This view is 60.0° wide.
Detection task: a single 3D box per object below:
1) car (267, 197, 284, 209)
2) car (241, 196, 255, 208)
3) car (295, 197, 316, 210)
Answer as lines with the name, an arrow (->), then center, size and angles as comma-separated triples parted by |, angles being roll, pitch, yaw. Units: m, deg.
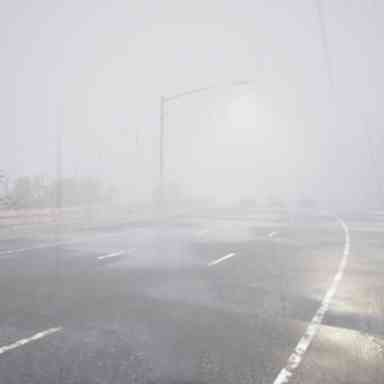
car -> 10.781, 1.350, 43.019 | 2.033, 1.411, 5.357 | 0, 0, 10
car -> 7.597, 1.259, 44.876 | 2.128, 1.511, 4.902 | 0, 0, 10
car -> 13.931, 1.315, 40.993 | 1.882, 1.535, 5.008 | 0, 0, 10
